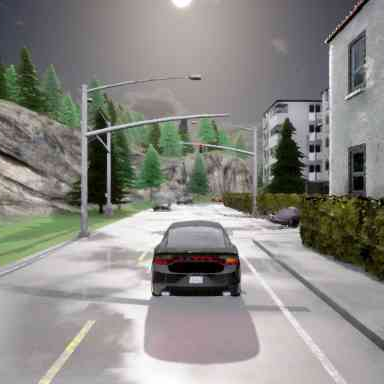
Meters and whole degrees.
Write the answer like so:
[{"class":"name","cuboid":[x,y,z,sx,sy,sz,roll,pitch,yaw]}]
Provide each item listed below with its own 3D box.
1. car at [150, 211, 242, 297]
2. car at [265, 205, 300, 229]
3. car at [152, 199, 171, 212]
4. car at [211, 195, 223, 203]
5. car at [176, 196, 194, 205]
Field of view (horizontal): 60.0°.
[{"class":"car","cuboid":[0.097,1.478,8.646,1.882,1.535,5.008,0,0,0]},{"class":"car","cuboid":[7.498,1.547,21.384,5.357,1.411,2.033,0,0,-6]},{"class":"car","cuboid":[-3.467,1.547,39.269,2.033,1.411,5.357,0,0,1]},{"class":"car","cuboid":[5.902,1.353,69.133,2.097,1.767,4.553,0,0,45]},{"class":"car","cuboid":[-1.195,1.507,57.132,1.837,1.490,4.892,0,-1,21]}]
